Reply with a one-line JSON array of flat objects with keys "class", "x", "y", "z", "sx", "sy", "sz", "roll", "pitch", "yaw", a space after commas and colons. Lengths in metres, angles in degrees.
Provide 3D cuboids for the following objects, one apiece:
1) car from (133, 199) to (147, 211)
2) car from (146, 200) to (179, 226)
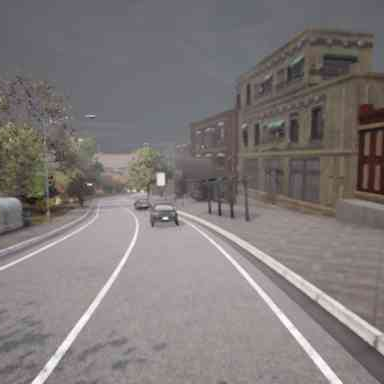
[{"class": "car", "x": -6.208, "y": 1.544, "z": 41.589, "sx": 1.994, "sy": 1.385, "sz": 4.181, "roll": -2, "pitch": 0, "yaw": -15}, {"class": "car", "x": -2.032, "y": 1.488, "z": 23.189, "sx": 1.812, "sy": 1.442, "sz": 4.674, "roll": -1, "pitch": 0, "yaw": -9}]
